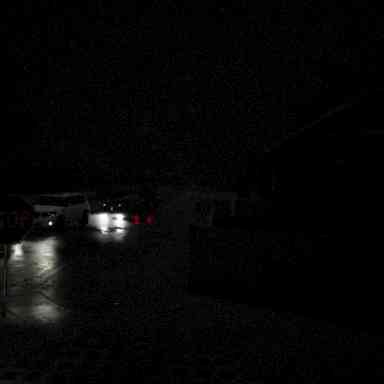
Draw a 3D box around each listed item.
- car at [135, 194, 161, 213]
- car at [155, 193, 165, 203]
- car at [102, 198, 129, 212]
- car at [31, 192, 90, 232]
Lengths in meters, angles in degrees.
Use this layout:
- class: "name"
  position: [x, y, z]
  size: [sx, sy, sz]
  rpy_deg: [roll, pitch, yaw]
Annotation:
- class: "car"
  position: [-4.714, 1.261, 34.275]
  size: [2.128, 1.511, 4.902]
  rpy_deg: [2, 1, -1]
- class: "car"
  position: [-5.453, 0.926, 53.175]
  size: [2.033, 1.411, 5.357]
  rpy_deg: [2, 1, -1]
- class: "car"
  position: [-7.608, 1.269, 33.547]
  size: [1.895, 1.301, 4.718]
  rpy_deg: [2, 1, -1]
- class: "car"
  position: [-7.941, 1.077, 19.712]
  size: [2.150, 2.045, 5.566]
  rpy_deg: [2, 2, 5]
